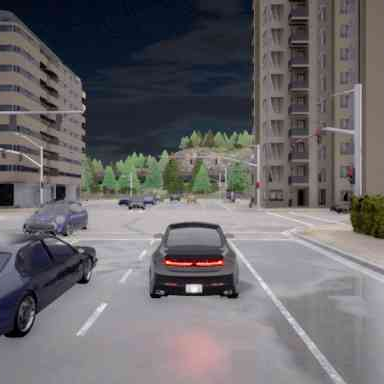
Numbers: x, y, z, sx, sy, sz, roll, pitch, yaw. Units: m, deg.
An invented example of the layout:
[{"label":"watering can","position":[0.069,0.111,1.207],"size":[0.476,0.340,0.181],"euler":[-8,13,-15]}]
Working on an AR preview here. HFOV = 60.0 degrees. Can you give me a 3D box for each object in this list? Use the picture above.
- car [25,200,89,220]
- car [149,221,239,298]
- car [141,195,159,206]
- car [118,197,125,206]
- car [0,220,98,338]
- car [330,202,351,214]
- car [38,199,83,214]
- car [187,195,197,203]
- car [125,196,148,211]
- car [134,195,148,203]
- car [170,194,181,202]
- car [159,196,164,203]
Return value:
[{"label":"car","position":[-7.129,1.349,17.900],"size":[2.097,1.767,4.553],"euler":[0,0,0]},{"label":"car","position":[0.050,1.503,8.466],"size":[1.837,1.490,4.892],"euler":[0,0,0]},{"label":"car","position":[-7.178,1.468,55.428],"size":[1.882,1.535,5.008],"euler":[0,0,0]},{"label":"car","position":[-10.678,1.538,54.208],"size":[2.033,1.411,5.357],"euler":[0,0,0]},{"label":"car","position":[-3.460,1.546,6.537],"size":[2.033,1.411,5.357],"euler":[0,0,0]},{"label":"car","position":[17.290,1.542,34.599],"size":[5.357,1.411,2.033],"euler":[0,0,0]},{"label":"car","position":[-14.522,1.558,36.791],"size":[4.181,1.385,1.994],"euler":[0,0,-37]},{"label":"car","position":[-0.031,1.466,70.020],"size":[1.882,1.535,5.008],"euler":[0,0,0]},{"label":"car","position":[-6.859,1.557,41.409],"size":[1.994,1.385,4.181],"euler":[0,0,-6]},{"label":"car","position":[-10.613,1.480,69.802],"size":[2.128,1.511,4.902],"euler":[0,0,0]},{"label":"car","position":[-3.618,1.182,72.924],"size":[2.097,1.767,4.553],"euler":[0,0,0]},{"label":"car","position":[-7.114,1.503,70.584],"size":[1.812,1.442,4.674],"euler":[0,0,0]}]
